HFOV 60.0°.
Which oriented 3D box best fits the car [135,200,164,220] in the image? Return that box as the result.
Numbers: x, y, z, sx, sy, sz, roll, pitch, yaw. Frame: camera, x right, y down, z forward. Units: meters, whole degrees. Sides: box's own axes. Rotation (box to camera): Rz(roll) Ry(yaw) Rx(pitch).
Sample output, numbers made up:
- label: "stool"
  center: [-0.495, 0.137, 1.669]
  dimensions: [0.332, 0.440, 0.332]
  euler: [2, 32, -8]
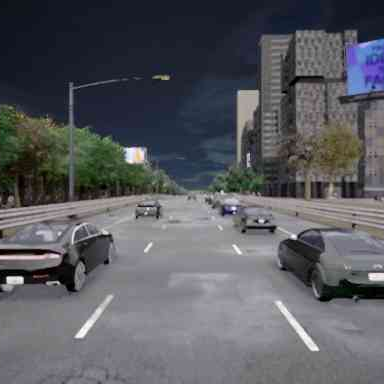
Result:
- label: "car"
  center: [-3.405, 1.386, 27.043]
  dimensions: [2.128, 1.511, 4.902]
  euler: [0, 0, 0]

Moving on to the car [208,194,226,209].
- label: "car"
  center: [3.495, 1.149, 41.246]
  dimensions: [2.097, 1.767, 4.553]
  euler: [0, 0, 0]

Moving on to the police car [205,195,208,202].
- label: "police car"
  center: [3.495, 1.149, 52.383]
  dimensions: [1.930, 1.638, 5.238]
  euler: [0, 0, 0]

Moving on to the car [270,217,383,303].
- label: "car"
  center: [3.499, 1.558, 8.280]
  dimensions: [1.994, 1.385, 4.181]
  euler: [0, 0, 0]

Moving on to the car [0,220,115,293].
- label: "car"
  center: [-3.402, 1.485, 8.832]
  dimensions: [2.128, 1.511, 4.902]
  euler: [0, 0, 0]

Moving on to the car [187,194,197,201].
- label: "car"
  center: [0.012, 1.123, 73.151]
  dimensions: [1.812, 1.442, 4.674]
  euler: [0, 0, 0]

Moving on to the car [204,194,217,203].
- label: "car"
  center: [3.504, 1.201, 63.304]
  dimensions: [2.163, 1.488, 4.792]
  euler: [0, 0, 0]

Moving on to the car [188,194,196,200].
- label: "car"
  center: [0.029, 1.362, 91.780]
  dimensions: [2.128, 1.511, 4.902]
  euler: [0, -1, 0]

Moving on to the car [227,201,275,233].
- label: "car"
  center: [3.498, 1.496, 19.276]
  dimensions: [2.033, 1.411, 5.357]
  euler: [0, 0, 0]

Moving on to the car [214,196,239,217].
- label: "car"
  center: [3.496, 1.376, 30.306]
  dimensions: [2.163, 1.488, 4.792]
  euler: [0, 0, 0]
